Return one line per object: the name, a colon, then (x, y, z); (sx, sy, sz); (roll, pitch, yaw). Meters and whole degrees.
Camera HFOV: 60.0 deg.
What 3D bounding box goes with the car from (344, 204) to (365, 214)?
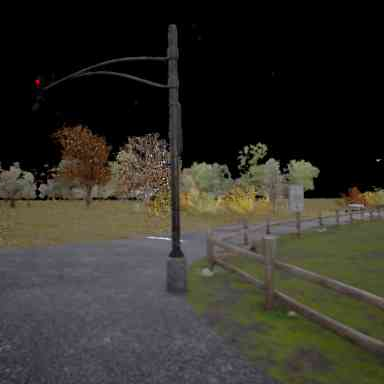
car: (24.158, 2.476, 49.184); (2.033, 1.411, 5.357); (-2, -2, 40)
